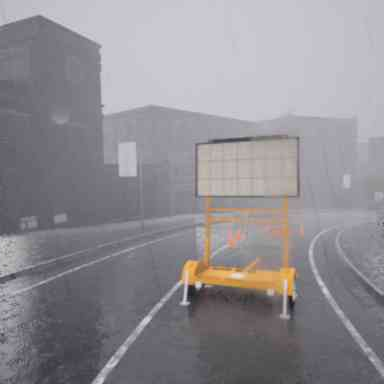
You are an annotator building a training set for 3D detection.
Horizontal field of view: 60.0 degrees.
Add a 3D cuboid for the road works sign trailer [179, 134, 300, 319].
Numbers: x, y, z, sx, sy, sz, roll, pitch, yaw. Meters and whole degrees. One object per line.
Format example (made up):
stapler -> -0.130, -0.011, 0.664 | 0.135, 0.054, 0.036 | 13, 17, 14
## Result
road works sign trailer -> 1.290, 0.532, 7.768 | 2.380, 3.560, 2.880 | 0, -1, 22
